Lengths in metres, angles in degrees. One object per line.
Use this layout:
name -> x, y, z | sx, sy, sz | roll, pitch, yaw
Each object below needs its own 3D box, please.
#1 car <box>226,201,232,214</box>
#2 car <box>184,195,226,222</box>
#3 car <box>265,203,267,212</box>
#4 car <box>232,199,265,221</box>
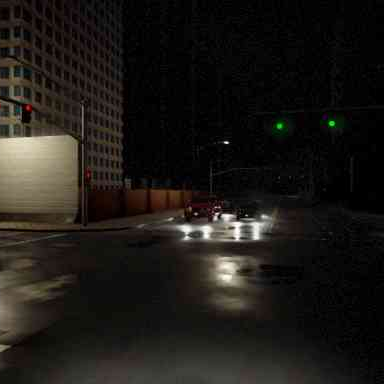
car -> 3.519, 1.647, 36.479 | 1.994, 1.385, 4.181 | 0, 0, 15
car -> 1.054, 1.289, 27.434 | 2.150, 2.045, 5.566 | 0, 0, 16
car -> 7.361, 1.582, 37.231 | 2.128, 1.511, 4.902 | 0, 0, 15
car -> 4.883, 1.579, 28.165 | 1.837, 1.490, 4.892 | 0, 0, 15
